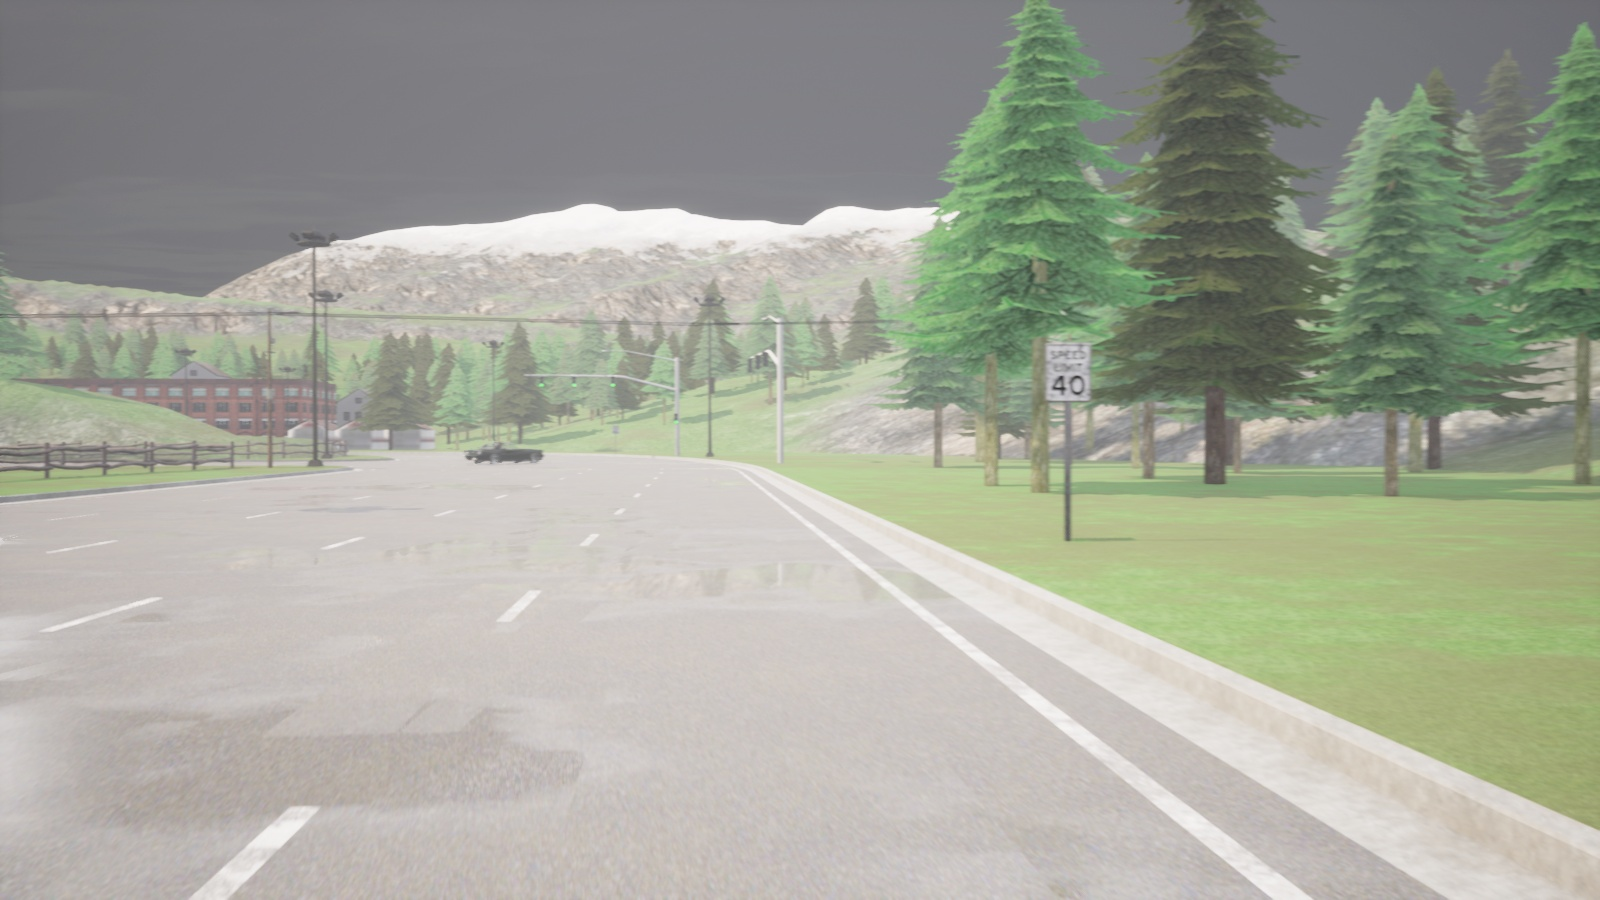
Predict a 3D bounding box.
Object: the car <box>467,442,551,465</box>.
[{"bbox_3d":[-17.416,0.174,75.390,1.895,1.301,4.718,0,1,40],"label":"car"}]
